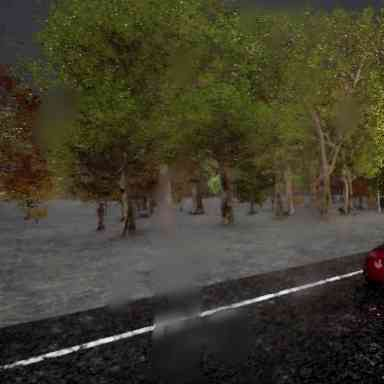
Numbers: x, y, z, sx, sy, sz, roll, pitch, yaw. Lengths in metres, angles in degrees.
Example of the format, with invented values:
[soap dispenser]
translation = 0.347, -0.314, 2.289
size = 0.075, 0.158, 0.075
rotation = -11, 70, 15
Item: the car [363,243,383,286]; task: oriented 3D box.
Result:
[car]
translation = 6.107, 1.574, 8.245
size = 4.181, 1.385, 1.994
rotation = 0, 0, -36
